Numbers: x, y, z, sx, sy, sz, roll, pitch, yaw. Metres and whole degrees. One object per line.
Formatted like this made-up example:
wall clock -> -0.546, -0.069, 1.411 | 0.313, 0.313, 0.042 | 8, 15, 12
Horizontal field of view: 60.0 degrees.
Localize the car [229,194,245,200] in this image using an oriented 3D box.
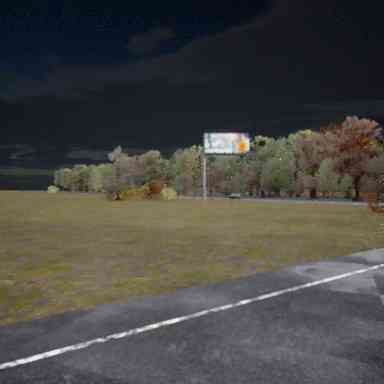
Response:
car -> 10.633, 1.147, 79.200 | 1.812, 1.442, 4.674 | 0, 0, -34
